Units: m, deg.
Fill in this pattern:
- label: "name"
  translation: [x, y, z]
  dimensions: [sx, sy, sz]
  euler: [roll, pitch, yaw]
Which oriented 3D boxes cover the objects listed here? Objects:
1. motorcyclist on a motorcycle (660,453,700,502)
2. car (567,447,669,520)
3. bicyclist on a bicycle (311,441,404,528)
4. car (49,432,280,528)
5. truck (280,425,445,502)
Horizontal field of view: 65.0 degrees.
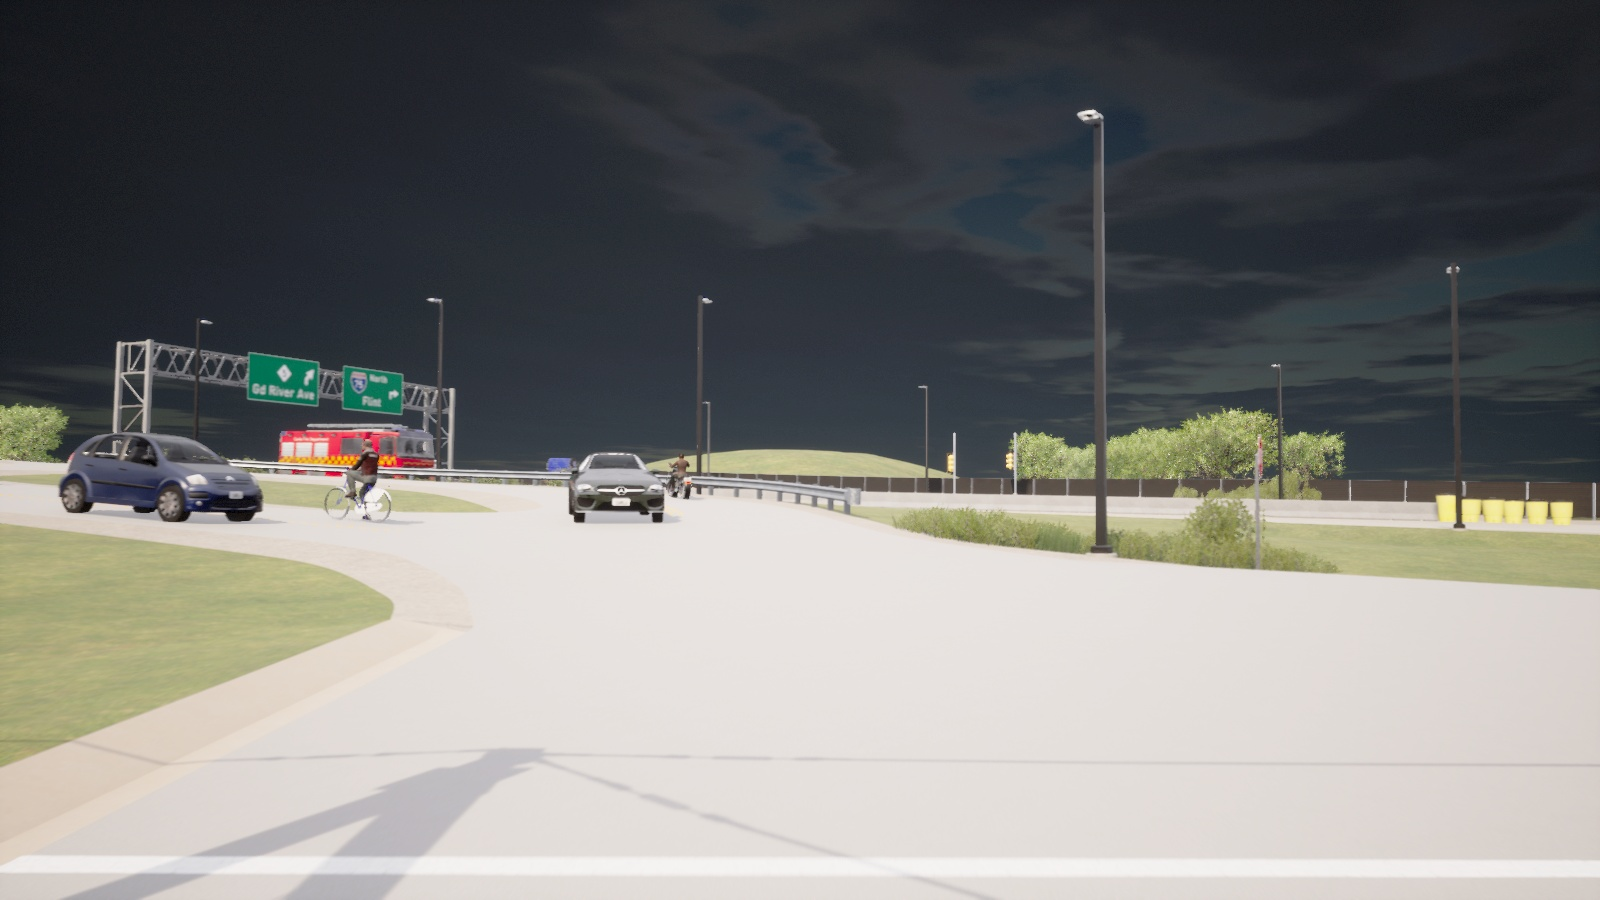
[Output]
- label: "motorcyclist on a motorcycle"
  translation: [-4.242, 0.948, 44.180]
  dimensions: [0.766, 1.649, 2.350]
  euler: [1, -1, -21]
- label: "car"
  translation: [-4.605, 0.759, 31.179]
  dimensions: [2.152, 1.651, 5.027]
  euler: [0, 0, -12]
- label: "bicyclist on a bicycle"
  translation: [-9.474, 0.734, 26.860]
  dimensions: [1.843, 1.776, 0.659]
  euler: [2, -2, 24]
- label: "car"
  translation: [-12.308, 0.565, 24.325]
  dimensions: [3.988, 1.617, 1.851]
  euler: [2, -1, 25]
- label: "truck"
  translation: [-23.056, 0.721, 66.119]
  dimensions: [8.468, 3.827, 2.891]
  euler: [0, -3, 25]
